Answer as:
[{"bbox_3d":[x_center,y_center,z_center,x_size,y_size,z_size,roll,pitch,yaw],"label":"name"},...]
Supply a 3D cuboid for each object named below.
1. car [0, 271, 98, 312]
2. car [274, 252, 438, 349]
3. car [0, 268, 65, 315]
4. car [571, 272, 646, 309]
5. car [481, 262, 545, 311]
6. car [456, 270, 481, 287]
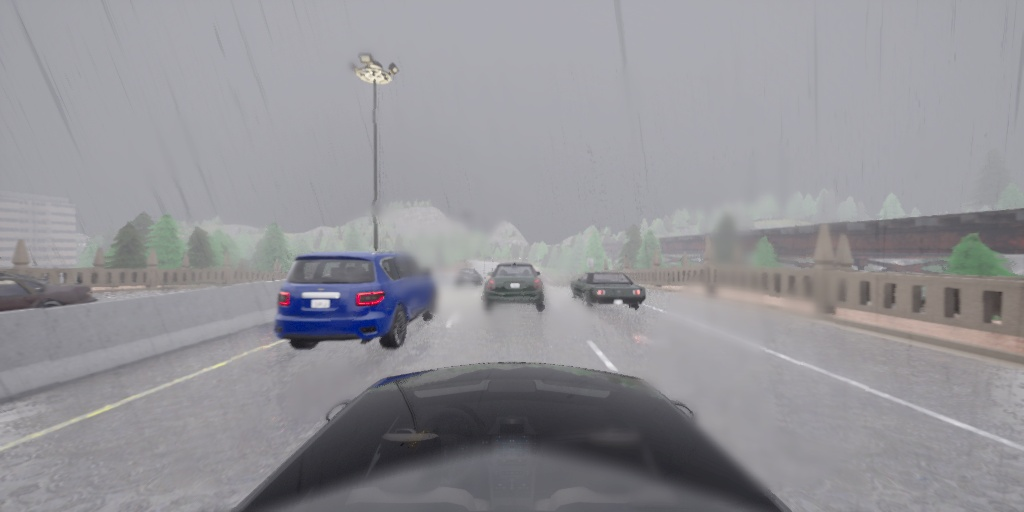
[{"bbox_3d":[-14.099,1.234,8.922,2.033,1.411,5.357,0,0,0],"label":"car"},{"bbox_3d":[-3.400,0.908,9.051,2.150,2.045,5.566,0,1,0],"label":"car"},{"bbox_3d":[-17.598,1.181,10.945,1.837,1.490,4.892,0,0,0],"label":"car"},{"bbox_3d":[3.602,1.289,14.349,1.895,1.301,4.718,0,-1,0],"label":"car"},{"bbox_3d":[0.102,1.038,14.145,2.097,1.767,4.553,0,-1,0],"label":"car"},{"bbox_3d":[-3.398,1.854,29.475,1.994,1.385,4.181,0,-4,0],"label":"car"}]
